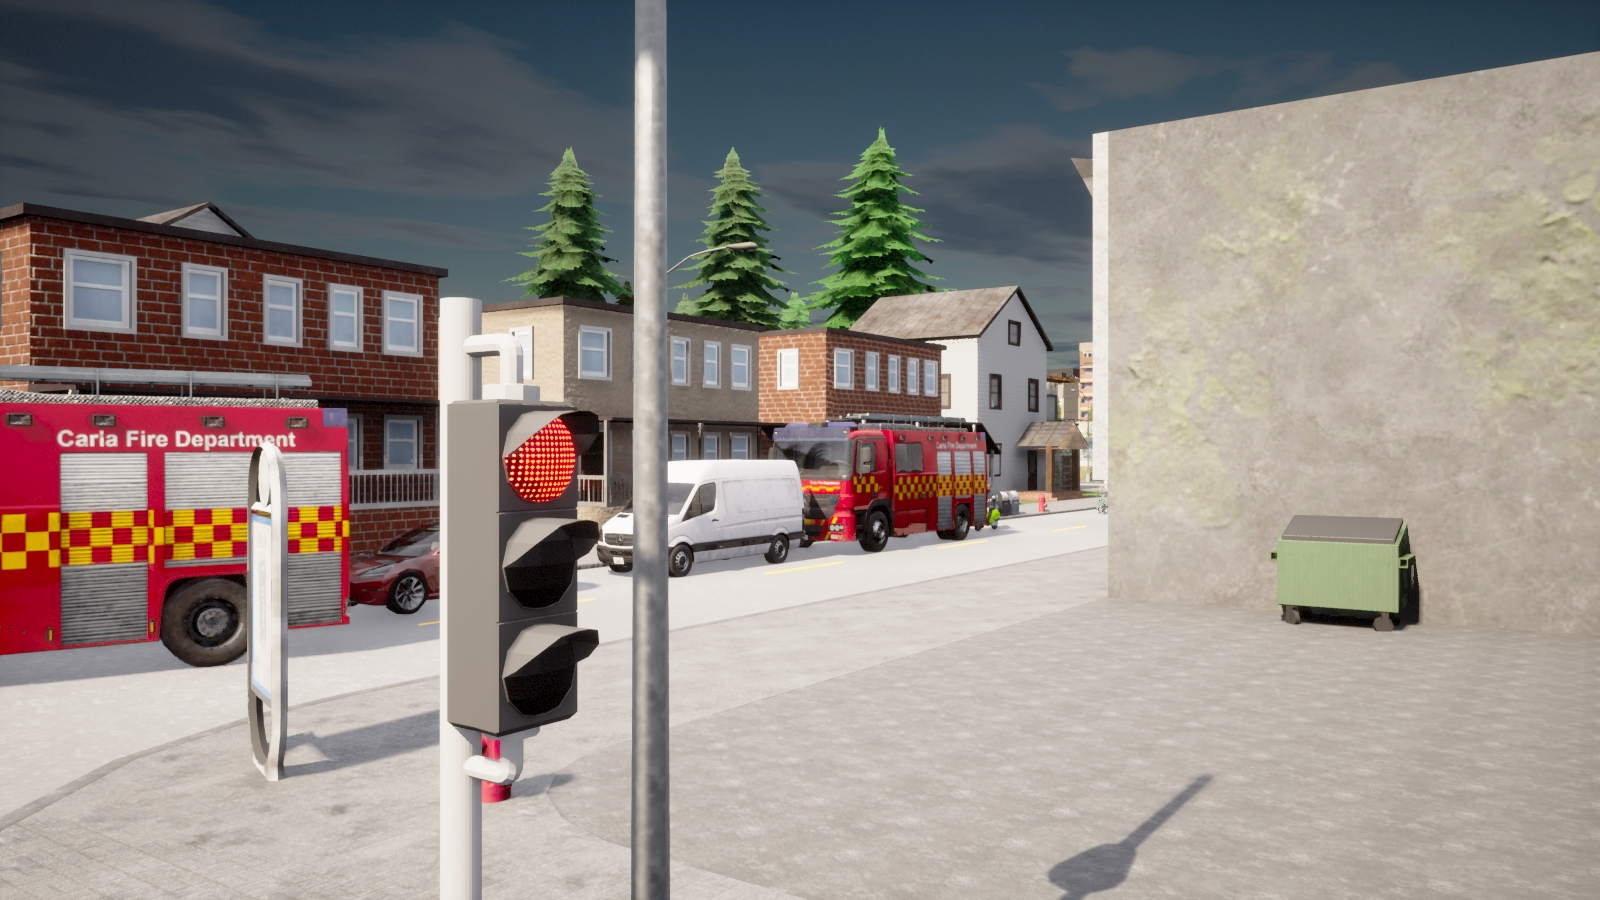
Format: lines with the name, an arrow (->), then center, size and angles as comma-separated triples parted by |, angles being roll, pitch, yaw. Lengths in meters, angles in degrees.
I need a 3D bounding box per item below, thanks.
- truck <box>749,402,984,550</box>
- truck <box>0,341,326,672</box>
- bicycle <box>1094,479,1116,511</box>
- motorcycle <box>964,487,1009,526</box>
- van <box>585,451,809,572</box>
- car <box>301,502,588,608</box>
truck -> 2.235, 0.662, 33.662 | 2.891, 3.827, 8.468 | 0, 0, 35
truck -> -10.627, 0.661, 13.981 | 8.468, 3.827, 2.891 | 0, 0, -36
bicycle -> 13.148, 1.928, 49.241 | 0.373, 1.296, 1.643 | 0, -1, 35
motorcycle -> 6.506, 1.955, 39.767 | 0.856, 1.236, 1.805 | 0, 0, 35
van -> -2.273, 1.307, 27.238 | 1.988, 2.561, 5.915 | 0, 0, 35
car -> -6.452, 1.835, 21.278 | 2.163, 1.488, 4.792 | 0, 0, 35
